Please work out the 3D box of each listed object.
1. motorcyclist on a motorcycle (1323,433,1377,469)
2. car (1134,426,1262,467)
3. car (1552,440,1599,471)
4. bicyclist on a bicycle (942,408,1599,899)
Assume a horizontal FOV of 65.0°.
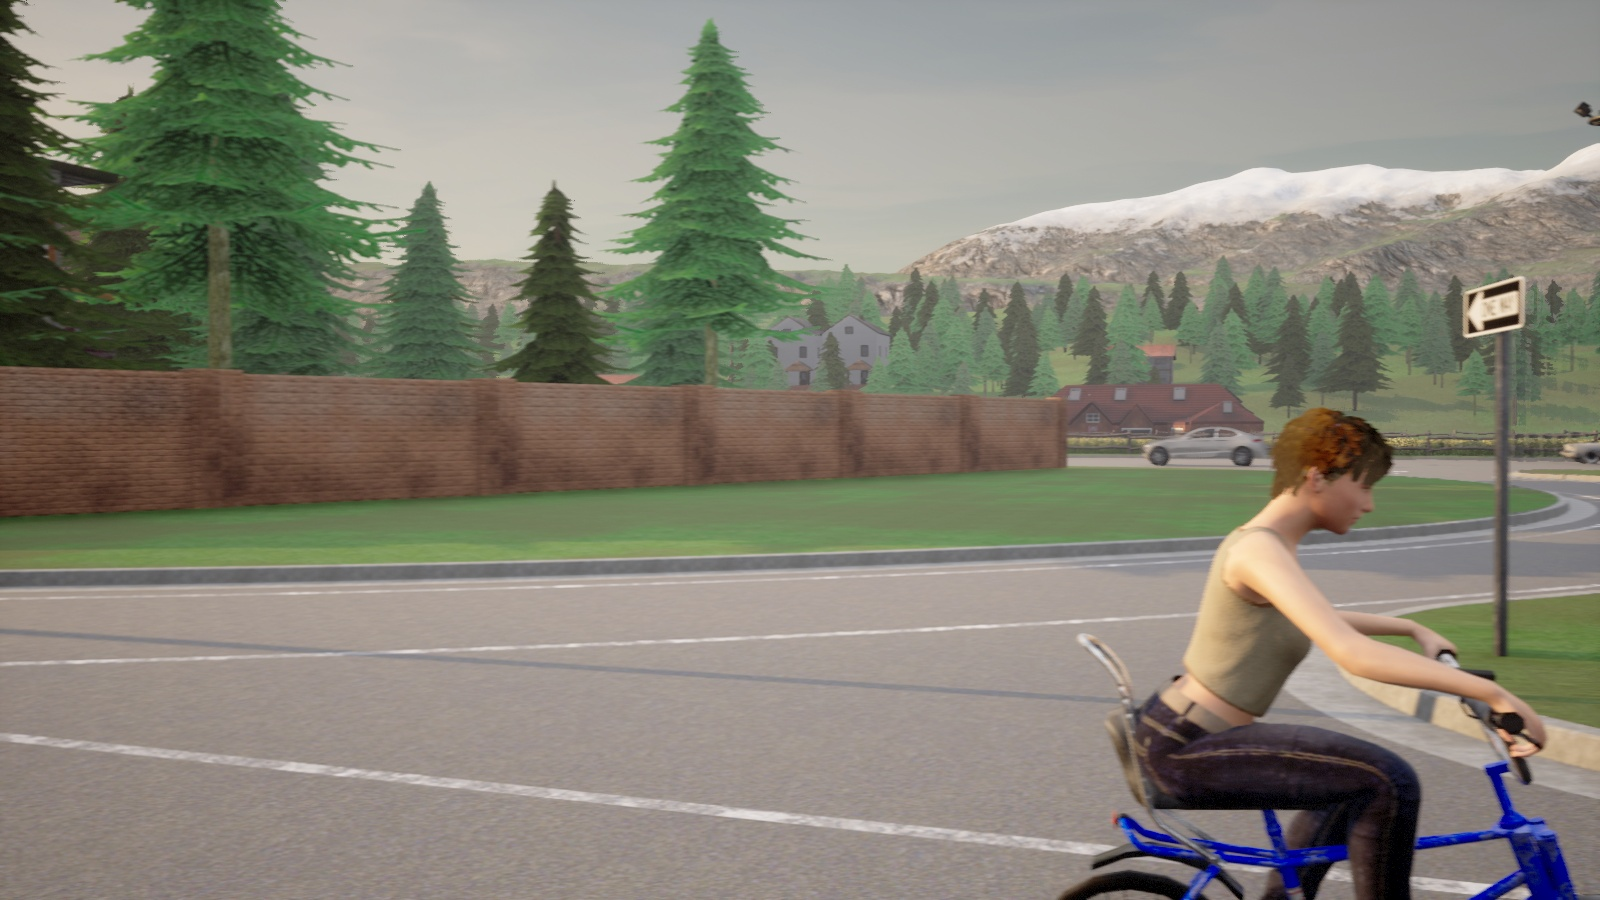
[{"bbox_3d":[23.610,0.046,53.946,2.044,1.523,0.797,1,1,19],"label":"motorcyclist on a motorcycle"},{"bbox_3d":[16.658,-0.179,52.606,5.027,1.651,2.152,1,1,19],"label":"car"},{"bbox_3d":[35.130,0.240,53.733,4.718,1.301,1.895,1,1,19],"label":"car"},{"bbox_3d":[1.154,0.721,2.809,1.509,1.612,0.866,1,1,19],"label":"bicyclist on a bicycle"}]
